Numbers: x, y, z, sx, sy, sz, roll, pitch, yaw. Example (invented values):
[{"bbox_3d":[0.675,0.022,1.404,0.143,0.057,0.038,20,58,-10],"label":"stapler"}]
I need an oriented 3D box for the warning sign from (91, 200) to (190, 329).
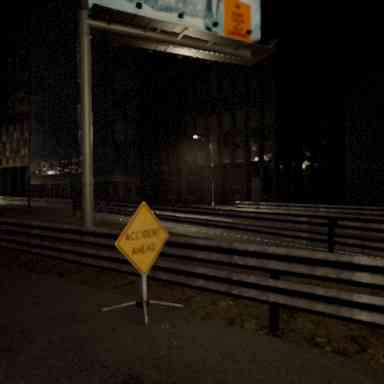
[{"bbox_3d":[-0.853,1.092,5.761,1.060,1.860,1.300,0,0,36],"label":"warning sign"}]
